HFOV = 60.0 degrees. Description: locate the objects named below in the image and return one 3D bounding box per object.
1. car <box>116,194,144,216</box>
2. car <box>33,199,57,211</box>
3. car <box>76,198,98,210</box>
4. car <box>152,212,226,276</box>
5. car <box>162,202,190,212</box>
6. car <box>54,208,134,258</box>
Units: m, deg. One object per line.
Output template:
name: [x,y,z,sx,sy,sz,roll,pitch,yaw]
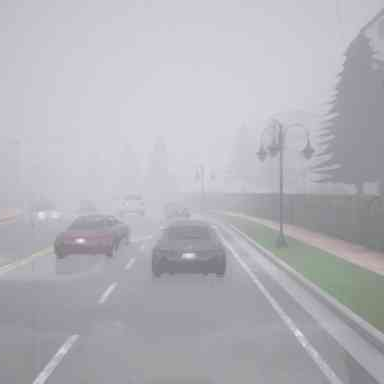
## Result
car: [-5.852,1.172,31.436,2.150,2.045,5.566,0,0,-16]
car: [-17.593,1.545,39.776,1.895,1.301,4.718,0,0,-35]
car: [-11.042,1.453,34.779,1.837,1.490,4.892,1,0,-24]
car: [-0.100,1.547,10.270,1.994,1.385,4.181,0,0,-1]
car: [-1.354,1.501,27.378,2.033,1.411,5.357,0,0,-10]
car: [-3.641,1.545,12.765,1.994,1.385,4.181,0,0,-1]
